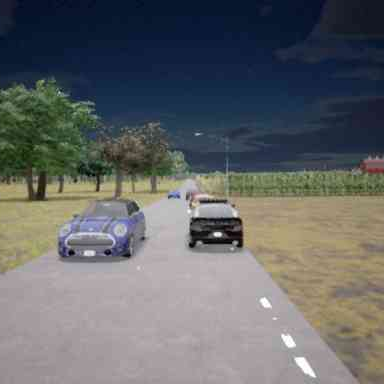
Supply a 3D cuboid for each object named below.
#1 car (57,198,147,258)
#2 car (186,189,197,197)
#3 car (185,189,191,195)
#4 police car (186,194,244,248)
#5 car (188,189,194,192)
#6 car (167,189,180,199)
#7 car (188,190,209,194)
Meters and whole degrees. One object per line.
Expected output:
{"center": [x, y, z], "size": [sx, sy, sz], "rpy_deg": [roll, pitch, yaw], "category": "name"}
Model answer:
{"center": [-2.851, 1.050, 11.449], "size": [2.097, 1.767, 4.553], "rpy_deg": [0, 1, 0], "category": "car"}
{"center": [-0.017, 0.212, 63.909], "size": [2.033, 1.411, 5.357], "rpy_deg": [0, 1, 0], "category": "car"}
{"center": [-0.006, 0.421, 49.820], "size": [1.837, 1.490, 4.892], "rpy_deg": [0, 1, 0], "category": "car"}
{"center": [0.821, 1.081, 13.150], "size": [1.930, 1.638, 5.238], "rpy_deg": [0, 1, 0], "category": "police car"}
{"center": [0.817, 0.776, 29.043], "size": [1.882, 1.535, 5.008], "rpy_deg": [0, 1, 0], "category": "car"}
{"center": [-2.837, 0.341, 52.803], "size": [1.882, 1.535, 5.008], "rpy_deg": [0, 1, 0], "category": "car"}
{"center": [0.819, 0.878, 23.230], "size": [1.801, 1.575, 5.366], "rpy_deg": [0, 1, 0], "category": "car"}
